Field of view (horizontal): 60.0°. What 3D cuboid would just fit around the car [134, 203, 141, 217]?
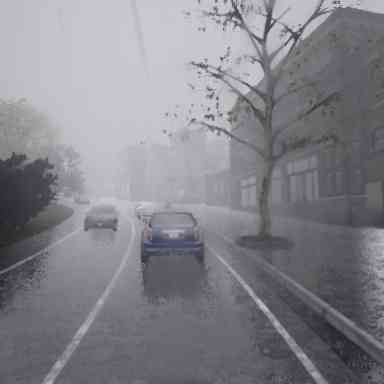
[{"bbox_3d":[-4.154,1.662,30.292,1.812,1.442,4.674,1,-1,-15],"label":"car"}]

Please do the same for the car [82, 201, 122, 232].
[{"bbox_3d":[-5.447,1.543,20.495,1.837,1.490,4.892,1,0,-11],"label":"car"}]

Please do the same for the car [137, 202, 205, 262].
[{"bbox_3d":[-0.804,1.398,12.566,2.097,1.767,4.553,0,0,-6],"label":"car"}]

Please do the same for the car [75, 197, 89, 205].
[{"bbox_3d":[-19.212,1.594,58.335,2.033,1.411,5.357,3,-1,-28],"label":"car"}]
